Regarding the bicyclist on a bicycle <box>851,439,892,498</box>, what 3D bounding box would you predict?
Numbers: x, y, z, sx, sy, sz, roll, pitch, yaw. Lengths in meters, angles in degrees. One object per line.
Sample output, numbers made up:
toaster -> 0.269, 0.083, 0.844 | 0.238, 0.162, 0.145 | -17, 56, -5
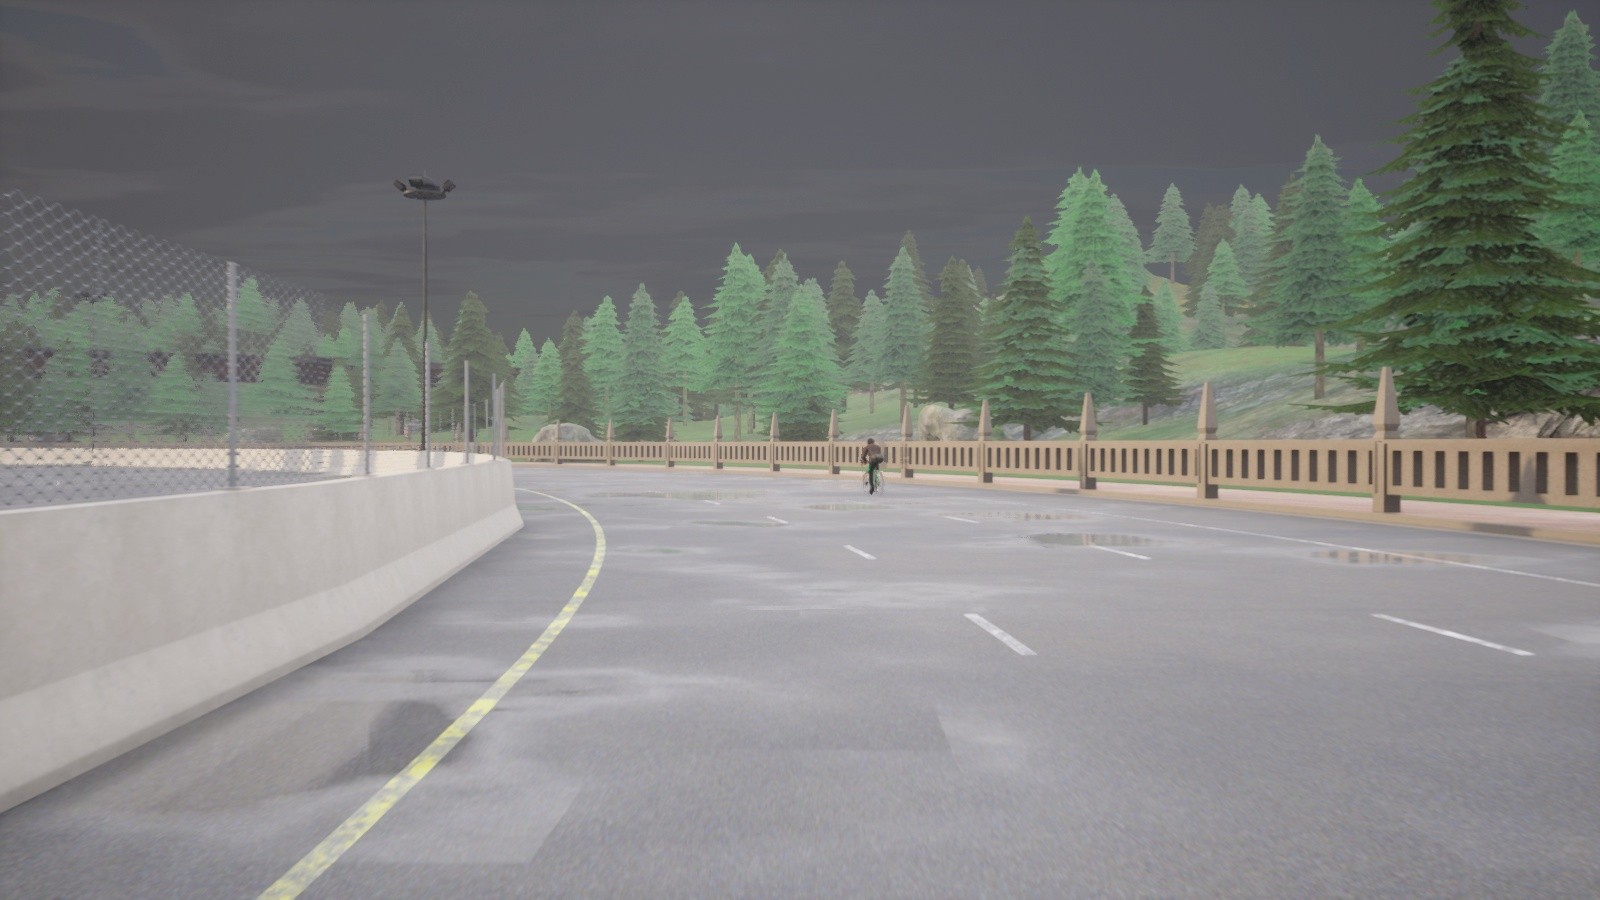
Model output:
bicyclist on a bicycle -> 2.005, 0.501, 35.486 | 0.582, 1.620, 1.656 | -1, 0, -17
